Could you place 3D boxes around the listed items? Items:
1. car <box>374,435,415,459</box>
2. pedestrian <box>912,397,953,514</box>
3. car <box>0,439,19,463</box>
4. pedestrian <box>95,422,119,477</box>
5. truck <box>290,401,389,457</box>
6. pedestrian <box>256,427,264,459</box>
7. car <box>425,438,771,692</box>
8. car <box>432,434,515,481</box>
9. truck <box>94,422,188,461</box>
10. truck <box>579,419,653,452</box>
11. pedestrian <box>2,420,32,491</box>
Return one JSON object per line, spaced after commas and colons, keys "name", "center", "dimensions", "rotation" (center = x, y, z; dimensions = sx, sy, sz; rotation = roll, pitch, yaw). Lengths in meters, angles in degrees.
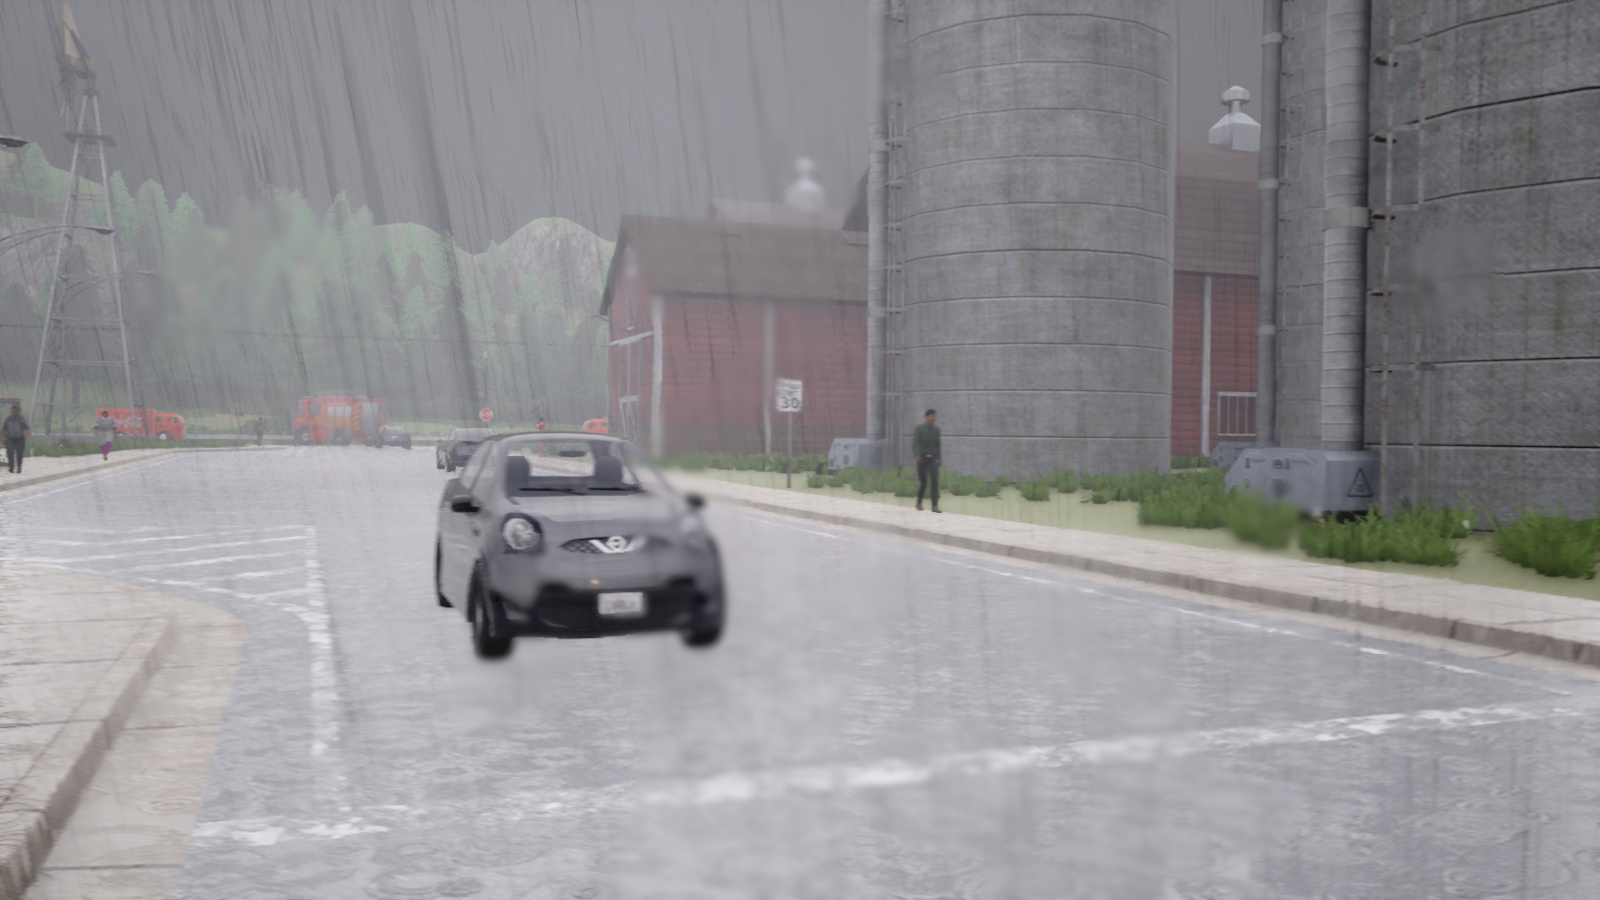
{"name": "car", "center": [-25.861, -0.223, 79.914], "dimensions": [2.163, 1.488, 4.792], "rotation": [-1, 1, -22]}
{"name": "pedestrian", "center": [2.257, 0.081, 21.407], "dimensions": [0.423, 1.949, 0.788], "rotation": [-1, 1, -15]}
{"name": "car", "center": [-52.802, 0.065, 80.048], "dimensions": [4.792, 1.488, 2.163], "rotation": [-1, 1, -20]}
{"name": "pedestrian", "center": [-24.950, -0.013, 45.195], "dimensions": [0.659, 1.952, 0.873], "rotation": [-1, 1, -24]}
{"name": "truck", "center": [-33.009, -1.473, 89.830], "dimensions": [8.468, 3.827, 2.891], "rotation": [0, 1, 41]}
{"name": "pedestrian", "center": [-33.225, -0.445, 77.282], "dimensions": [0.396, 1.930, 0.692], "rotation": [-1, 1, -19]}
{"name": "car", "center": [-1.728, 0.675, 9.581], "dimensions": [1.845, 1.501, 3.633], "rotation": [-1, 1, -22]}
{"name": "car", "center": [-11.239, 0.219, 43.050], "dimensions": [2.163, 1.488, 4.792], "rotation": [-1, 1, -22]}
{"name": "truck", "center": [-43.731, -0.575, 83.454], "dimensions": [5.204, 2.467, 2.627], "rotation": [-1, 1, -20]}
{"name": "truck", "center": [-14.390, -1.130, 98.229], "dimensions": [5.204, 2.467, 2.627], "rotation": [-1, 1, -21]}
{"name": "pedestrian", "center": [-20.554, 0.139, 32.956], "dimensions": [0.540, 1.848, 0.694], "rotation": [-1, 1, -24]}
